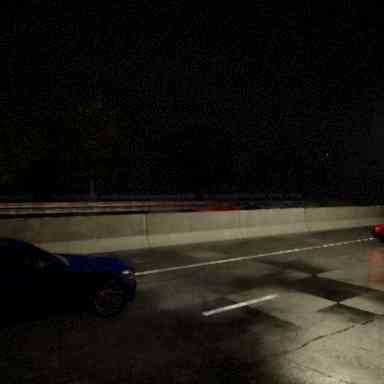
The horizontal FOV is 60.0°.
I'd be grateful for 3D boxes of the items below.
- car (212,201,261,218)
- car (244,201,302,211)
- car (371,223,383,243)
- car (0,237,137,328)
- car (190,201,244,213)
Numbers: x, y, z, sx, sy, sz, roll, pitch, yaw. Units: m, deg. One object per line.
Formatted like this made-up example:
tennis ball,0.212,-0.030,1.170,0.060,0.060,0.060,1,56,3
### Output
car,4.506,1.660,33.044,4.892,1.490,1.837,0,0,-36
car,6.625,1.493,25.947,4.553,1.767,2.097,0,0,-36
car,10.394,1.723,15.480,4.718,1.301,1.895,0,0,-36
car,-3.246,1.531,5.730,4.674,1.442,1.812,1,0,-35
car,2.050,1.600,26.971,5.008,1.535,1.882,0,0,-36
